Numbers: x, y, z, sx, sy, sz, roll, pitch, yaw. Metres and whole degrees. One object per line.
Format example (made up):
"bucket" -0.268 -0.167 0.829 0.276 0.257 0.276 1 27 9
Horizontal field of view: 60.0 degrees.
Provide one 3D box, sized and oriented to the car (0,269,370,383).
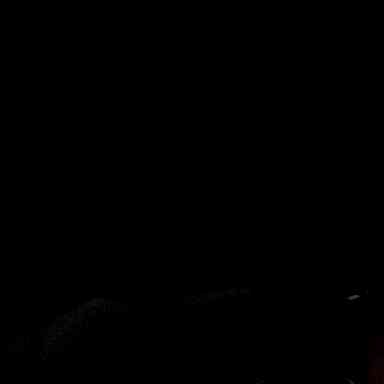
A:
"car" -0.262 1.525 2.885 4.674 1.442 1.812 0 0 -35
